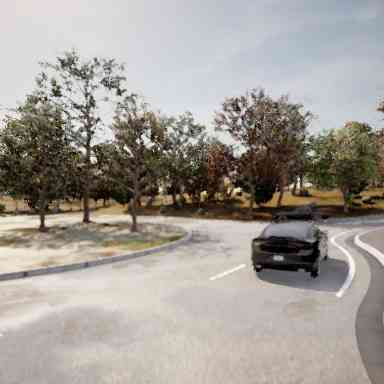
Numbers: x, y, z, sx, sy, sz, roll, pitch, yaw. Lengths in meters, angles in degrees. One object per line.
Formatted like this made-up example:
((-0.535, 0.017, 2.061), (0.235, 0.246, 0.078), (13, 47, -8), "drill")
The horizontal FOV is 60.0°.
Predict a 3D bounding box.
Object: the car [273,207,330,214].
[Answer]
((9.345, 1.994, 29.024), (4.718, 1.301, 1.895), (-1, -1, 8), "car")

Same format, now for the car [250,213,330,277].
((3.439, 1.689, 11.231), (1.882, 1.535, 5.008), (0, -1, 26), "car")
